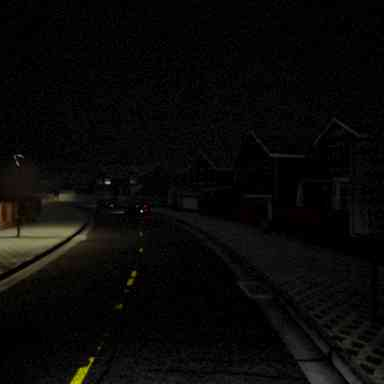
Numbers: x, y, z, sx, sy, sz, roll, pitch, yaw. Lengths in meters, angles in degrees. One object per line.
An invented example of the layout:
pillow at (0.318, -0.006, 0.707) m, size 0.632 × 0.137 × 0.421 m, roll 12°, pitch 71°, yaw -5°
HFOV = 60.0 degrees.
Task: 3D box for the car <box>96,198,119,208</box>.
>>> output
car at (-11.465, 1.468, 44.706) m, size 1.895 × 1.301 × 4.718 m, roll 0°, pitch 0°, yaw -30°

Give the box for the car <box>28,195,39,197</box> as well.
car at (-30.165, 1.216, 63.000) m, size 4.674 × 1.442 × 1.812 m, roll 0°, pitch 0°, yaw 41°

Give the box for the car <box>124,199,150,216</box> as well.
car at (-5.295, 1.432, 31.801) m, size 1.837 × 1.490 × 4.892 m, roll 0°, pitch 0°, yaw -20°
